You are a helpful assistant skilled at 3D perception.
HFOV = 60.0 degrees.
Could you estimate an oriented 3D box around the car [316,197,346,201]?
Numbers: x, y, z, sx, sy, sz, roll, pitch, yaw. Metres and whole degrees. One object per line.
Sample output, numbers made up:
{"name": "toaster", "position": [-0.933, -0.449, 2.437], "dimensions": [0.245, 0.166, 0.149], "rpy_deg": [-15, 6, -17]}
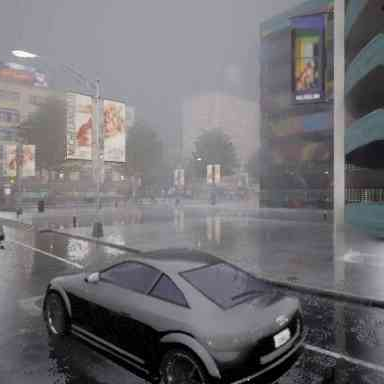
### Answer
{"name": "car", "position": [17.417, 1.320, 42.547], "dimensions": [4.674, 1.452, 2.002], "rpy_deg": [0, 0, -42]}

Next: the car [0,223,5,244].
{"name": "car", "position": [-9.779, 1.547, 14.615], "dimensions": [2.033, 1.411, 5.357], "rpy_deg": [0, 0, -42]}

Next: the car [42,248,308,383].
{"name": "car", "position": [-0.505, 1.564, 4.979], "dimensions": [4.181, 1.385, 1.994], "rpy_deg": [0, 0, 42]}
